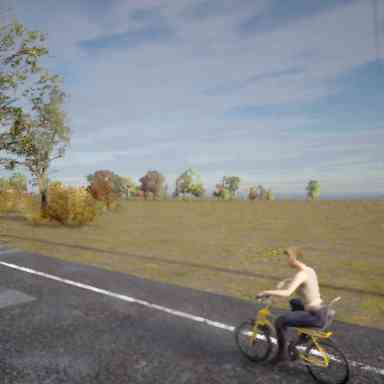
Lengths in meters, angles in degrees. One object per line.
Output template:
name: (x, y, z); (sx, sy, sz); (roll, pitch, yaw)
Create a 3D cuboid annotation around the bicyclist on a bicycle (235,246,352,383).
bicyclist on a bicycle: (1.199, 1.475, 4.177); (1.509, 1.612, 0.866); (0, 0, 37)
